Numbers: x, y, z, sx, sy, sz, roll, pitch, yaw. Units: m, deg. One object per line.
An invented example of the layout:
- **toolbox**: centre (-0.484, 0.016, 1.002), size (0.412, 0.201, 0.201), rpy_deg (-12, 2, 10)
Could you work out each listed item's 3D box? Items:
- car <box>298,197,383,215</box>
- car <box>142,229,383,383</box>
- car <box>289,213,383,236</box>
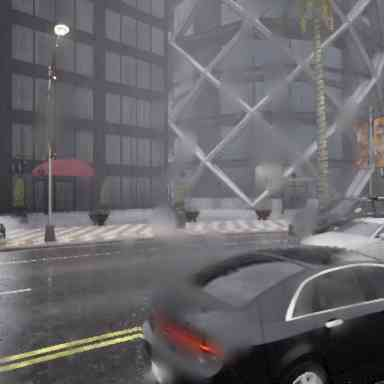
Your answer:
- **car**: centre (6.977, 1.221, 14.238), size (5.566, 2.045, 2.150), rpy_deg (0, 0, -15)
- **car**: centre (1.773, 1.505, 4.443), size (4.892, 1.490, 1.837), rpy_deg (0, 0, -29)
- **car**: centre (5.478, 1.525, 10.054), size (4.674, 1.442, 1.812), rpy_deg (0, 0, -18)
